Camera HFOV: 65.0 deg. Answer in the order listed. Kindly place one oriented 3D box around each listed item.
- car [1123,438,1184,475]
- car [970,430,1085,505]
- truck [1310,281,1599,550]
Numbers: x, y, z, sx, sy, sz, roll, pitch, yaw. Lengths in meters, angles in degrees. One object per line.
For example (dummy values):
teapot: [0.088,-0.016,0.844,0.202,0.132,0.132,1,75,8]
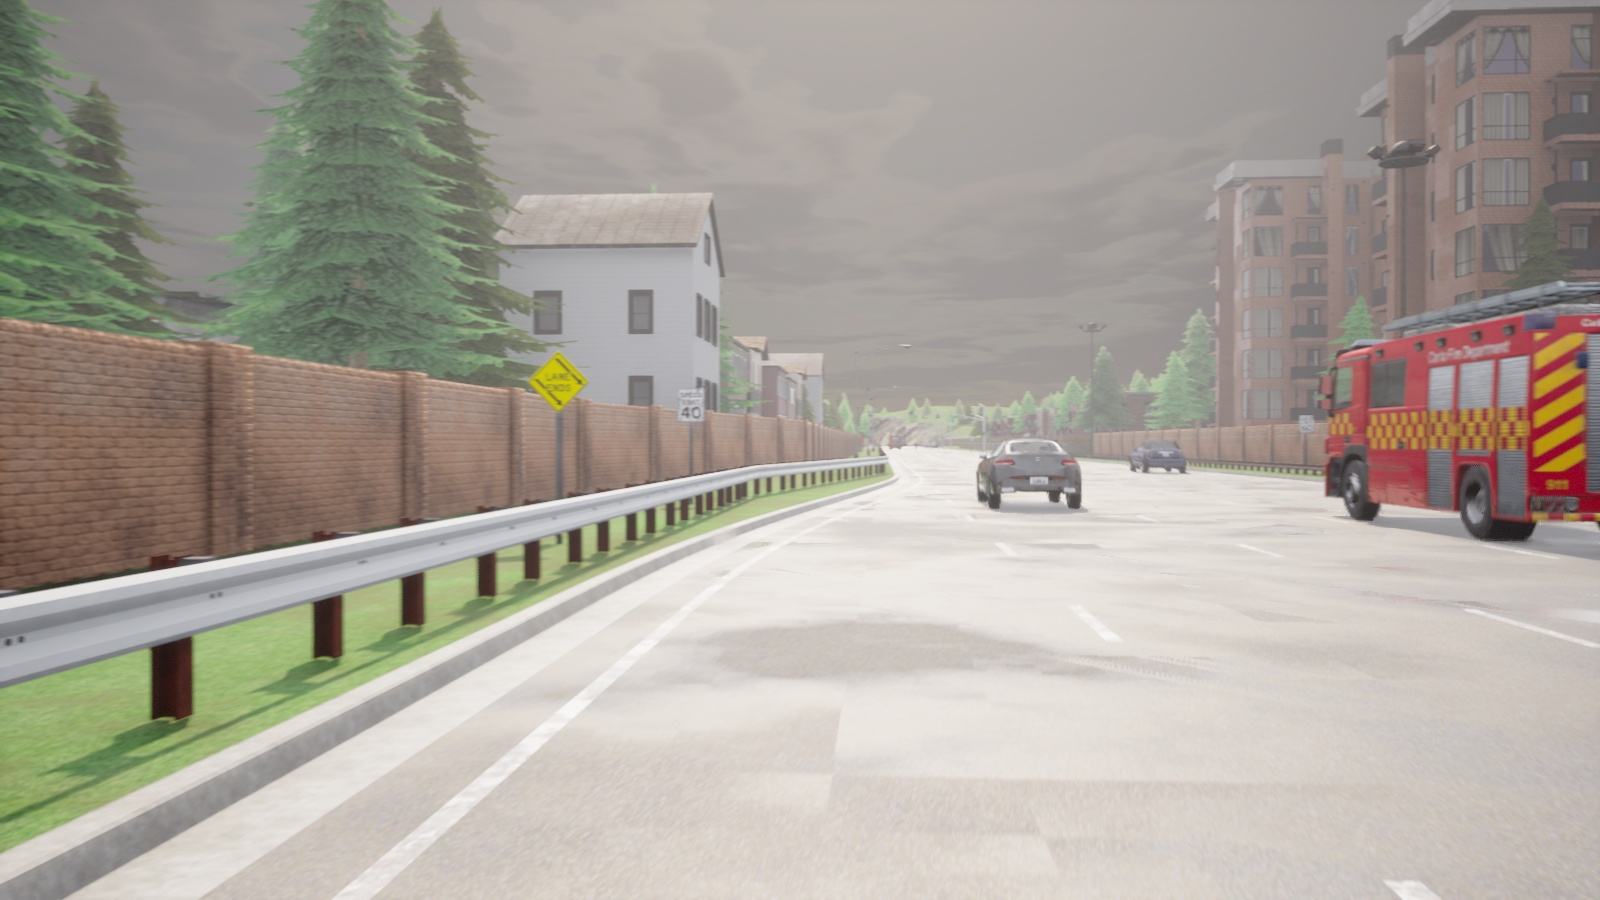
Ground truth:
car: [17.985,0.308,64.067,2.097,1.767,4.553,0,0,4]
car: [5.401,0.378,30.481,2.152,1.651,5.027,0,0,4]
truck: [11.898,-0.511,22.056,2.891,3.827,8.468,0,0,4]
